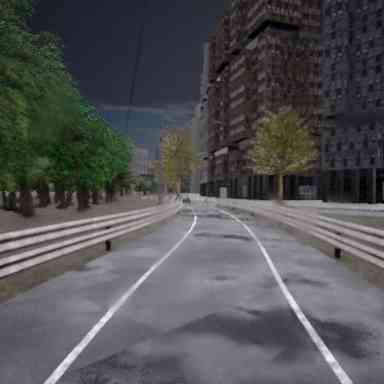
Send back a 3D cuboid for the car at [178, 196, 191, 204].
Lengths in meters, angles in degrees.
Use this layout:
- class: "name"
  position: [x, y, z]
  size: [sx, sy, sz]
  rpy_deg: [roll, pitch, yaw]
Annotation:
- class: "car"
  position: [-1.529, 1.560, 66.950]
  size: [1.812, 1.442, 4.674]
  rpy_deg: [0, 0, -13]
